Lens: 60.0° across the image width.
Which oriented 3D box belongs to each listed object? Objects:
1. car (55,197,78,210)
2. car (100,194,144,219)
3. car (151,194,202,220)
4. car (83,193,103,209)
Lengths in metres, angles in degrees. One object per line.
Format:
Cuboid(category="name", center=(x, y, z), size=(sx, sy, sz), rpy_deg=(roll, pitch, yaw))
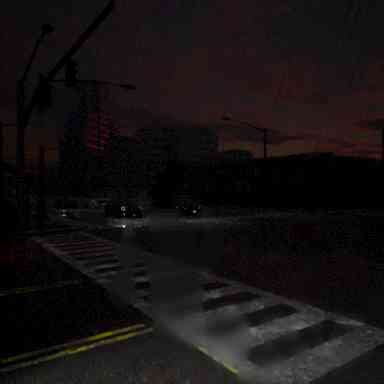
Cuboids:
Cuboid(category="car", center=(-16.638, 1.468, 43.931), size=(1.882, 1.535, 5.008), rpy_deg=(0, 0, -35))
Cuboid(category="car", center=(-5.970, 1.343, 28.916), size=(2.097, 1.767, 4.553), rpy_deg=(0, 0, -34))
Cuboid(category="car", center=(-1.451, 1.209, 28.810), size=(2.150, 2.045, 5.566), rpy_deg=(0, 0, -37))
Cuboid(category="car", center=(-12.783, 1.209, 44.548), size=(2.150, 2.045, 5.566), rpy_deg=(0, 0, -35))
